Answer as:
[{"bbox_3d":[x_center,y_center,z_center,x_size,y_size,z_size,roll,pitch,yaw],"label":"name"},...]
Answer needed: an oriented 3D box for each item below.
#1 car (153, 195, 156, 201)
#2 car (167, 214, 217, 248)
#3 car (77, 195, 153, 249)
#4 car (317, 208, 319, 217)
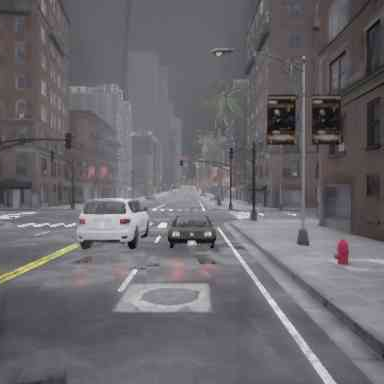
[{"bbox_3d":[-9.750,1.431,79.957,2.033,1.411,5.357,0,0,0],"label":"car"},{"bbox_3d":[0.000,1.611,14.683,1.895,1.301,4.718,0,0,0],"label":"car"},{"bbox_3d":[-3.251,1.253,14.682,2.150,2.045,5.566,0,0,0],"label":"car"},{"bbox_3d":[12.963,1.758,28.549,4.313,1.339,1.947,0,0,0],"label":"car"}]
